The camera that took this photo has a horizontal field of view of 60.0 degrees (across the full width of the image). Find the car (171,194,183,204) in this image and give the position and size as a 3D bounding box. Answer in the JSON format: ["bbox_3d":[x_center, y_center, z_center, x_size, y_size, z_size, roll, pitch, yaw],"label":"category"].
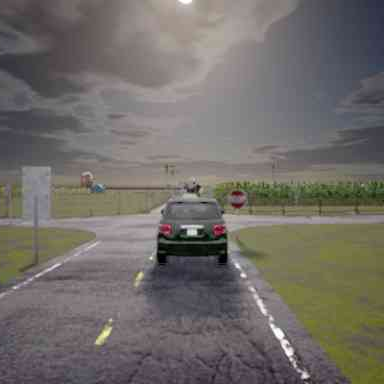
[{"bbox_3d":[-2.774,1.260,62.654,2.097,1.767,4.553,0,0,1],"label":"car"}]

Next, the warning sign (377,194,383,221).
[{"bbox_3d":[14.066,1.107,23.574,1.060,1.860,1.300,0,1,-6],"label":"warning sign"}]

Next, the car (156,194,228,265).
[{"bbox_3d":[0.023,1.209,11.829,2.150,2.045,5.566,0,0,0],"label":"car"}]
